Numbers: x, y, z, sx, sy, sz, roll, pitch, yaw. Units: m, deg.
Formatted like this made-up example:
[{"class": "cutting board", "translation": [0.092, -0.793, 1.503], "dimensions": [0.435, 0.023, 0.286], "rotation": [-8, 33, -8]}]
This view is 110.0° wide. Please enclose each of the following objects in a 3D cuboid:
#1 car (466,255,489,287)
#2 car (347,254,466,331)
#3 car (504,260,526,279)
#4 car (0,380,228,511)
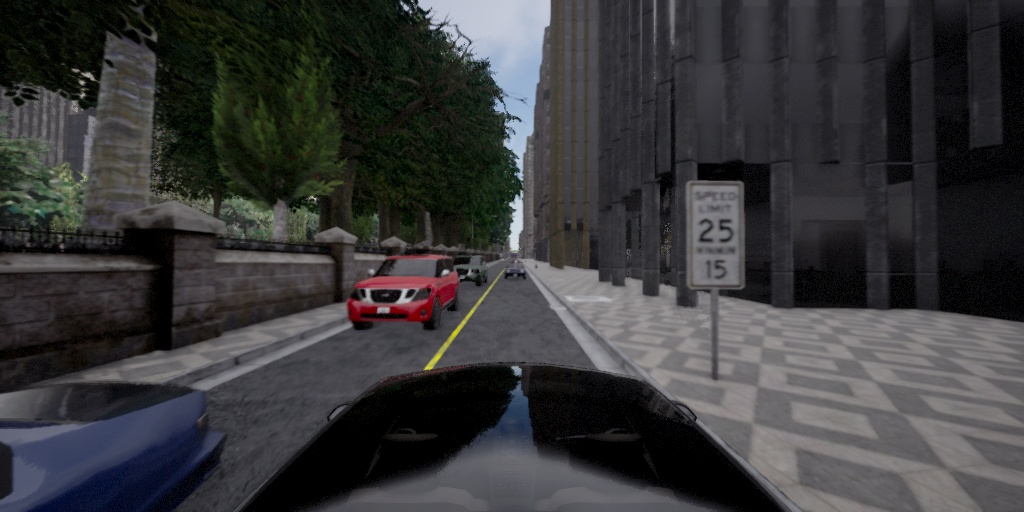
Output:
[{"class": "car", "translation": [-2.896, 0.945, 24.599], "dimensions": [2.150, 2.045, 5.566], "rotation": [0, 0, 3]}, {"class": "car", "translation": [-3.031, 0.955, 11.348], "dimensions": [2.150, 2.045, 5.566], "rotation": [0, 0, 1]}, {"class": "car", "translation": [0.307, 1.335, 32.475], "dimensions": [1.895, 1.301, 4.718], "rotation": [0, 0, 1]}, {"class": "car", "translation": [-3.127, 1.278, 0.343], "dimensions": [2.033, 1.411, 5.357], "rotation": [0, 0, 0]}]
